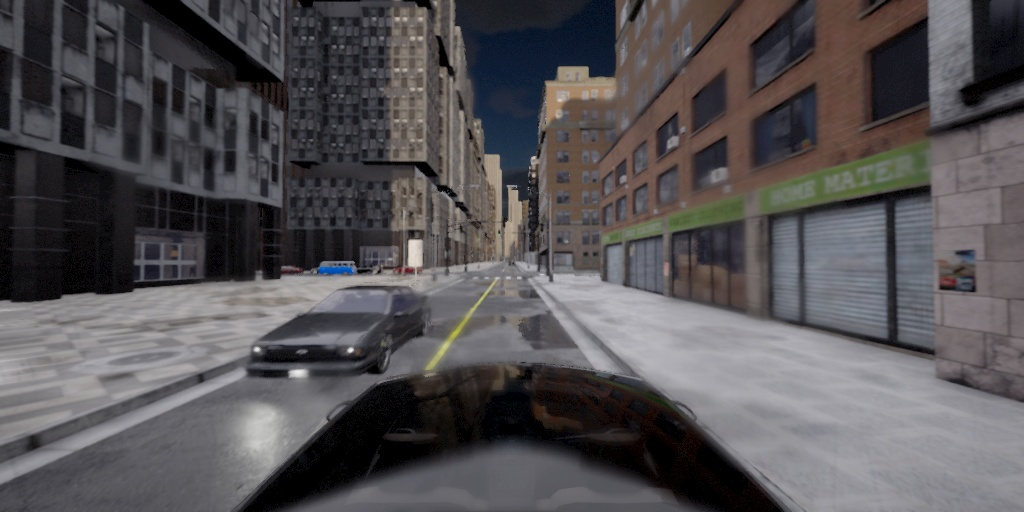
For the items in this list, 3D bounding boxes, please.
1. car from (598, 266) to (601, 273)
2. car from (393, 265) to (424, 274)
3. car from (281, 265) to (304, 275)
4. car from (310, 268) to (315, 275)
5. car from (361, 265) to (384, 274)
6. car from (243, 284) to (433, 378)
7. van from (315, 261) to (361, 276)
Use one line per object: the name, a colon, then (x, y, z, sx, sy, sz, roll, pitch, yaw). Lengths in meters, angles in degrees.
car: (12.114, 1.494, 41.528, 4.313, 1.339, 1.948, 0, 0, 0)
car: (-14.462, 1.854, 50.078, 4.207, 1.307, 1.802, 0, 0, 0)
car: (-31.408, 1.973, 50.095, 4.207, 1.307, 1.802, 0, 0, 0)
car: (-25.760, 1.902, 50.090, 4.403, 1.370, 2.007, 0, 0, 0)
car: (-20.111, 1.878, 50.084, 4.313, 1.339, 1.948, 0, 0, 0)
car: (-3.103, 1.350, 7.884, 2.033, 1.411, 5.357, 0, 0, 0)
van: (-20.111, 1.507, 41.560, 3.998, 1.789, 1.690, 0, 0, 0)
